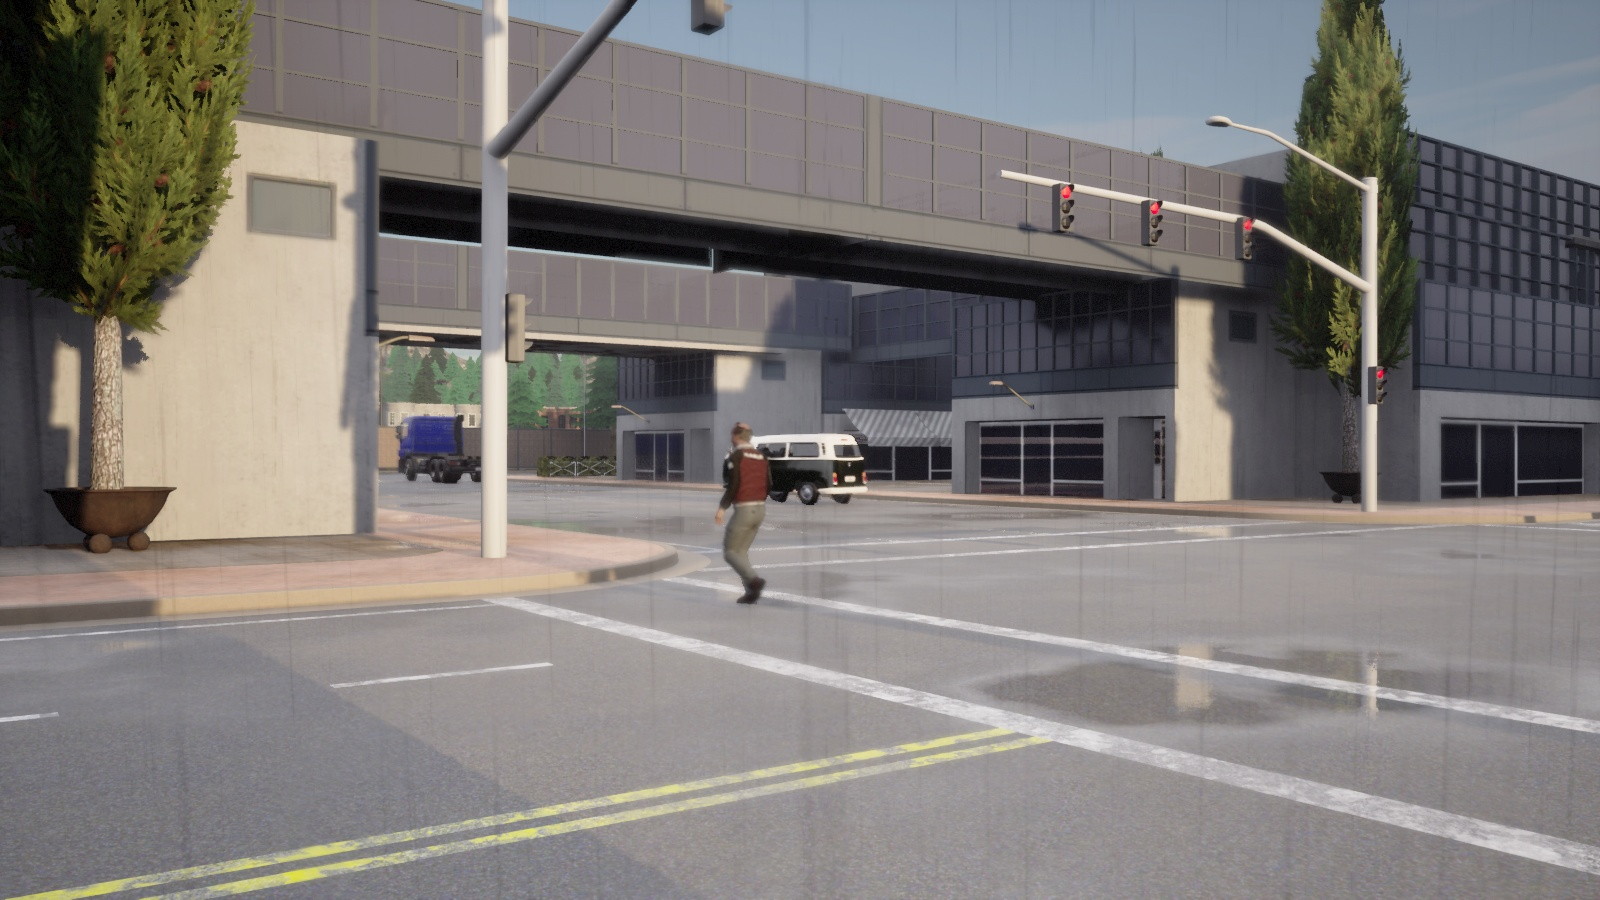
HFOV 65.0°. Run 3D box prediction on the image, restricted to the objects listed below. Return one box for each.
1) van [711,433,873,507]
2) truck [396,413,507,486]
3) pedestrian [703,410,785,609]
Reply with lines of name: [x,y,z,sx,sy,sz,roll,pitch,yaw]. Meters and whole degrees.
van: [-0.277,0.559,36.897,4.480,2.038,2.069,0,0,41]
truck: [-17.760,-0.042,63.595,2.891,3.462,7.936,0,0,-35]
pedestrian: [-0.539,0.554,12.033,0.720,1.854,0.376,0,0,40]
